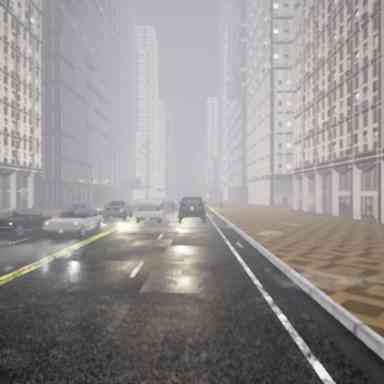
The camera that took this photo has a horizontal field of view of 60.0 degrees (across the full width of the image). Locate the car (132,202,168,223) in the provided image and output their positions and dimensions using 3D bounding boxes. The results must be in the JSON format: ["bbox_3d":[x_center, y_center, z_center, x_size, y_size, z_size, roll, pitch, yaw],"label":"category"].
[{"bbox_3d":[-3.236,1.698,26.425,1.895,1.301,4.718,0,0,0],"label":"car"}]

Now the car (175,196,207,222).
[{"bbox_3d":[0.023,1.326,27.382,2.150,2.045,5.566,0,0,0],"label":"car"}]

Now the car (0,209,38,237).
[{"bbox_3d":[-9.762,1.665,18.750,1.895,1.301,4.718,0,0,0],"label":"car"}]

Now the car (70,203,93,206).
[{"bbox_3d":[-9.747,1.657,29.141,2.033,1.411,5.357,0,0,0],"label":"car"}]

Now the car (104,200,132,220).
[{"bbox_3d":[-6.498,1.461,29.063,2.097,1.767,4.553,0,0,0],"label":"car"}]

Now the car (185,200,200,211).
[{"bbox_3d":[0.083,1.756,45.374,1.994,1.385,4.181,0,0,0],"label":"car"}]

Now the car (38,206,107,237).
[{"bbox_3d":[-6.512,1.665,18.755,1.895,1.301,4.718,0,0,0],"label":"car"}]

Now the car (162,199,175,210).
[{"bbox_3d":[-3.168,1.682,44.913,2.128,1.511,4.902,0,0,0],"label":"car"}]
